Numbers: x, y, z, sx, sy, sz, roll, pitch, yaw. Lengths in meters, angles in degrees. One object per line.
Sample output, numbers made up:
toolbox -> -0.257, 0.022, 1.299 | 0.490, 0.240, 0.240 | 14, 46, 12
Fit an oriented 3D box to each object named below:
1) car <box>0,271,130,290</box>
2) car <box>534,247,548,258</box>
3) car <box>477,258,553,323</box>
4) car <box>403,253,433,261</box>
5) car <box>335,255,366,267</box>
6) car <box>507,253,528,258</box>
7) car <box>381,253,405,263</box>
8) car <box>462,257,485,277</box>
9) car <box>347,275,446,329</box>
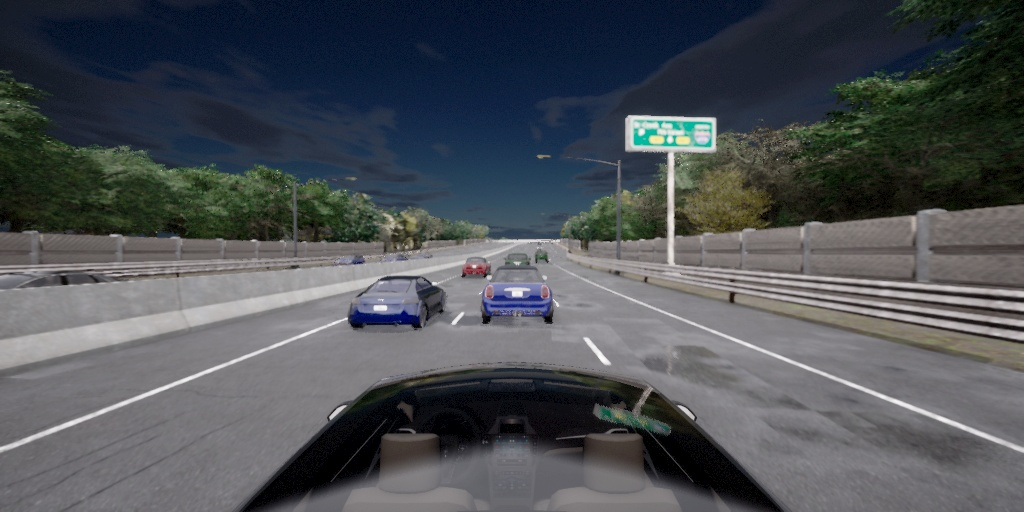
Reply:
car -> -14.049, 1.229, 10.458 | 1.837, 1.490, 4.892 | 0, 0, 1
car -> 5.173, -0.012, 63.330 | 2.150, 2.045, 5.566 | 0, 2, 3
car -> 0.168, 1.071, 12.188 | 2.097, 1.767, 4.553 | 0, 0, 1
car -> -13.030, 0.665, 50.471 | 2.128, 1.511, 4.902 | 0, 1, 3
car -> -20.251, 0.641, 45.098 | 2.097, 1.767, 4.553 | 0, 1, 2
car -> 0.496, 0.734, 31.013 | 2.150, 2.045, 5.566 | 0, 1, 1
car -> -16.535, 0.533, 50.197 | 2.097, 1.767, 4.553 | 0, 1, 3
car -> -2.997, 0.862, 31.145 | 2.097, 1.767, 4.553 | 0, 1, 1
car -> -3.342, 1.288, 11.148 | 1.994, 1.385, 4.181 | 0, 0, 0
